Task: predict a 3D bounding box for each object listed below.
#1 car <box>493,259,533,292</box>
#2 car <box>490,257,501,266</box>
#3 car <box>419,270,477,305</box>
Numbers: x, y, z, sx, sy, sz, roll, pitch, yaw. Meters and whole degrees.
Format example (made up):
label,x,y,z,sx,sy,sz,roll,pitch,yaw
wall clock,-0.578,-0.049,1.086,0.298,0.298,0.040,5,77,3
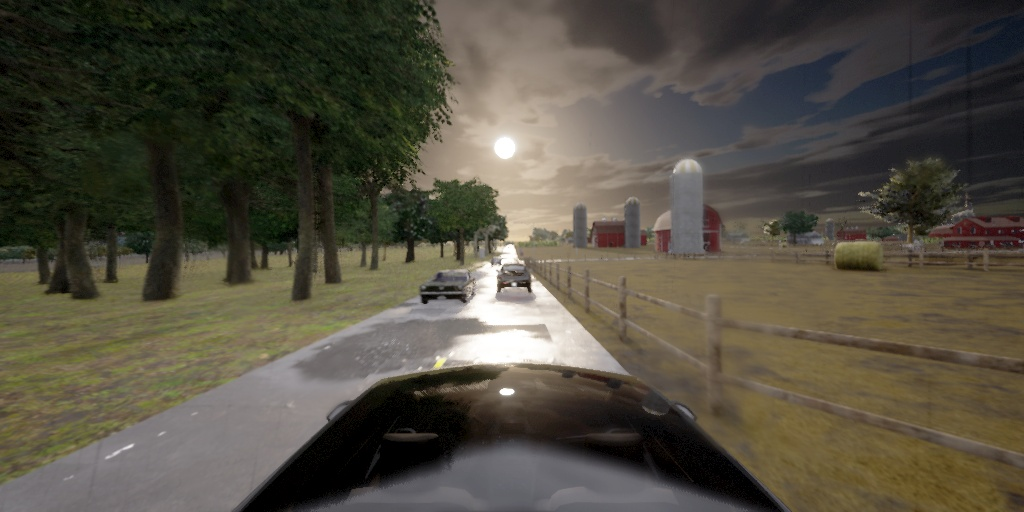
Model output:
label,x,y,z,sx,sy,sz,roll,pitch,yaw
car,0.112,1.132,20.246,1.837,1.490,4.892,-1,1,0
car,-2.731,0.918,63.742,2.128,1.511,4.902,-1,0,0
car,-2.714,1.297,16.025,1.895,1.301,4.718,-1,0,0
